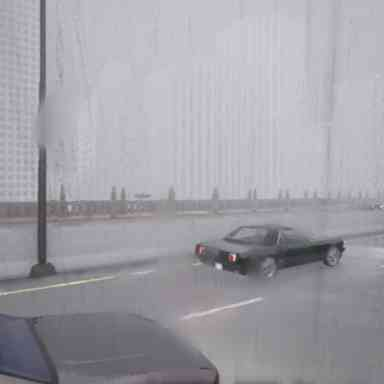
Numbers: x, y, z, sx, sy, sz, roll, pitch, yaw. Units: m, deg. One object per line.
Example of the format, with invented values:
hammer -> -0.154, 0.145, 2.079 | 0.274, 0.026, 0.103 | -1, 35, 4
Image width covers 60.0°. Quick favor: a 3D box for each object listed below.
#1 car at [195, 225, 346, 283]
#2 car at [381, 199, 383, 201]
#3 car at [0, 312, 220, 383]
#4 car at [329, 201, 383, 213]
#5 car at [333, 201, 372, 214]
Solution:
car -> 2.495, 1.631, 9.828 | 4.718, 1.301, 1.895 | 0, 0, -35
car -> 21.518, 1.504, 36.321 | 4.553, 1.767, 2.097 | 0, 0, -34
car -> -2.297, 1.544, 2.115 | 5.357, 1.411, 2.033 | 0, 0, -35
car -> 12.789, 1.648, 26.003 | 5.357, 1.411, 2.033 | 0, 0, -35
car -> 18.698, 1.749, 38.642 | 4.718, 1.301, 1.895 | 0, 0, -34
